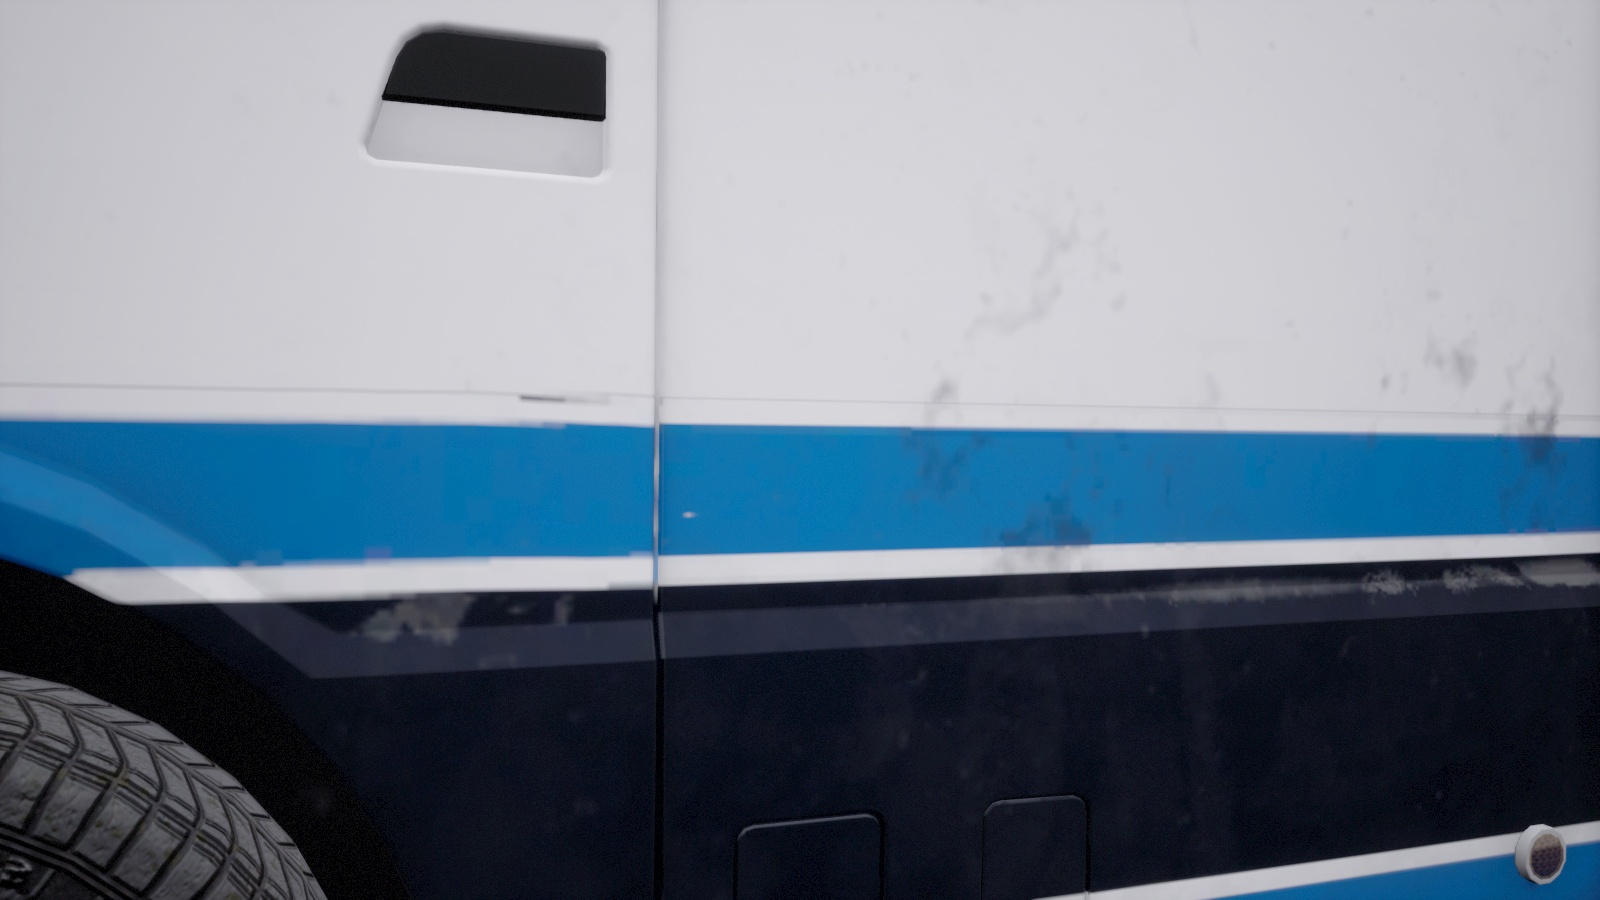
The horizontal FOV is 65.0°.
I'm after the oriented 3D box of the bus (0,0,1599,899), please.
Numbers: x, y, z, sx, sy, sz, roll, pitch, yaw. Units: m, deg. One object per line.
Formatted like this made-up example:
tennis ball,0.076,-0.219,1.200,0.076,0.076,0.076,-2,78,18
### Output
bus,1.219,-0.652,3.684,10.273,4.253,3.944,-1,1,-21
